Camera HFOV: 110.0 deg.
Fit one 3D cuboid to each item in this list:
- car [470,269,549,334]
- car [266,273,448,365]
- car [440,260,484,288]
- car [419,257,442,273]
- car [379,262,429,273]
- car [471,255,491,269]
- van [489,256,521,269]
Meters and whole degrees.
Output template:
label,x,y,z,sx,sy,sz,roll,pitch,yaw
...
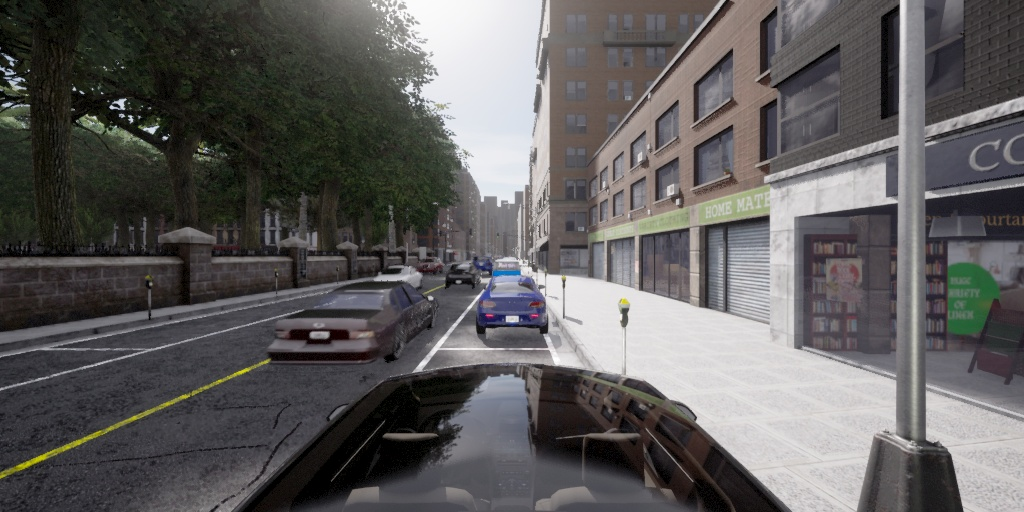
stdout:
label,x,y,z,sx,sy,sz,roll,pitch,yaw
car,0.008,1.274,10.498,1.812,1.442,4.674,0,0,0
car,-3.042,1.296,8.182,2.033,1.411,5.357,0,0,0
car,-3.136,1.246,23.460,1.837,1.490,4.892,0,0,0
car,-8.796,1.041,38.793,2.192,1.841,5.009,0,0,0
car,-6.237,1.269,19.885,1.812,1.442,4.674,0,0,0
car,-3.030,0.948,38.068,2.150,2.045,5.566,0,0,0
van,-0.279,1.083,21.847,1.690,1.789,3.998,0,0,0
